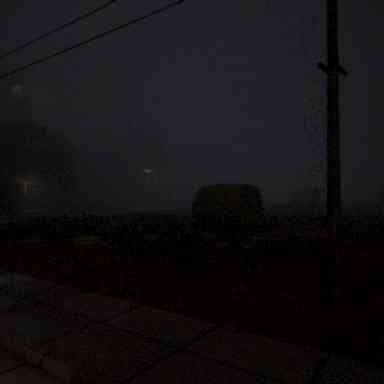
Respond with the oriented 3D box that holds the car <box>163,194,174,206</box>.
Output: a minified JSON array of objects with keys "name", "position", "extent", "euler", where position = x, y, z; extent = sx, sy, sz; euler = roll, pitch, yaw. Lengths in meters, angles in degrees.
[{"name":"car","position":[-4.312,1.393,61.176],"extent":[1.905,1.878,3.866],"euler":[5,1,-8]}]
